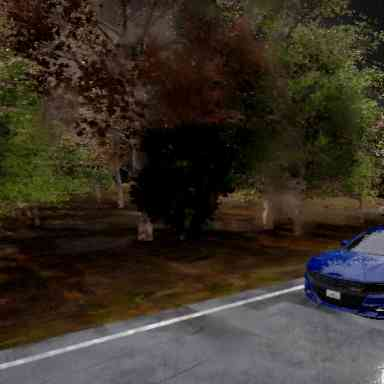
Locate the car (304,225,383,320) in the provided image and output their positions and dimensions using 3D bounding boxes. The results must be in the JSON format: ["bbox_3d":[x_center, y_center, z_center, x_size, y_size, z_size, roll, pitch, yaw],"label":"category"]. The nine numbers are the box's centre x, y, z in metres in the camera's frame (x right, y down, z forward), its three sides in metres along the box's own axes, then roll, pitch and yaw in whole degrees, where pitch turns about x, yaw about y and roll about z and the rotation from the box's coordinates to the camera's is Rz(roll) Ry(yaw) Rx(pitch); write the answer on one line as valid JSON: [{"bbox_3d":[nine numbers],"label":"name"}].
[{"bbox_3d":[4.485,1.454,7.035,5.008,1.535,1.882,0,-1,-33],"label":"car"}]
